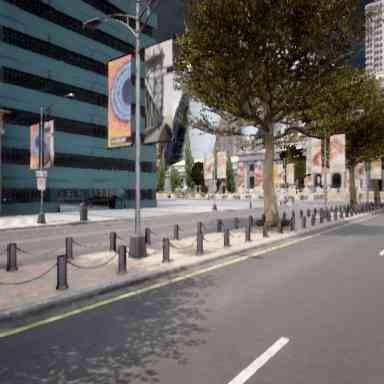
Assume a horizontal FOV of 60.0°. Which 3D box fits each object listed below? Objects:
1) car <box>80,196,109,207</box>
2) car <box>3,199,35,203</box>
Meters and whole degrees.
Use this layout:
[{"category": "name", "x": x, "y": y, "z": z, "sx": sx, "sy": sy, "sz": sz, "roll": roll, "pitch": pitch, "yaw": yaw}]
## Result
[{"category": "car", "x": -13.137, "y": 1.282, "z": 46.050, "sx": 2.002, "sy": 1.452, "sz": 4.674, "roll": 0, "pitch": 0, "yaw": 38}, {"category": "car", "x": -17.369, "y": 1.374, "z": 33.891, "sx": 2.161, "sy": 1.482, "sz": 4.786, "roll": 0, "pitch": 0, "yaw": 38}]
